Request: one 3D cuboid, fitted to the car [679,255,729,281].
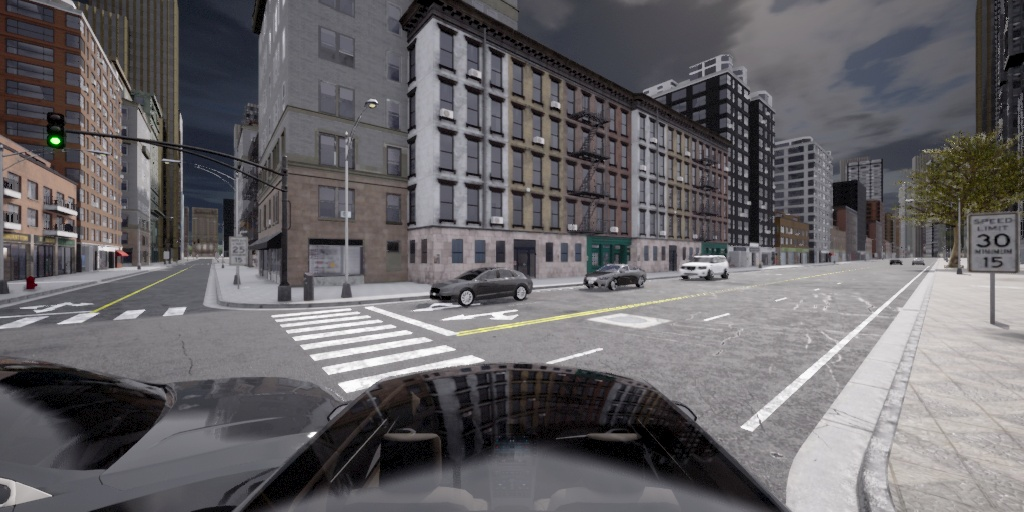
[{"bbox_3d":[16.491,0.962,30.609,5.566,2.045,2.150,0,0,-40],"label":"car"}]

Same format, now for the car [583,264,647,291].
[{"bbox_3d":[6.434,1.243,22.206,4.902,1.511,2.128,0,0,-40],"label":"car"}]

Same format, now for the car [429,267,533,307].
[{"bbox_3d":[-1.230,1.264,15.804,4.892,1.490,1.837,0,0,-40],"label":"car"}]

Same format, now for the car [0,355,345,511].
[{"bbox_3d":[-3.249,1.257,1.556,4.892,1.490,1.837,0,0,-35],"label":"car"}]
